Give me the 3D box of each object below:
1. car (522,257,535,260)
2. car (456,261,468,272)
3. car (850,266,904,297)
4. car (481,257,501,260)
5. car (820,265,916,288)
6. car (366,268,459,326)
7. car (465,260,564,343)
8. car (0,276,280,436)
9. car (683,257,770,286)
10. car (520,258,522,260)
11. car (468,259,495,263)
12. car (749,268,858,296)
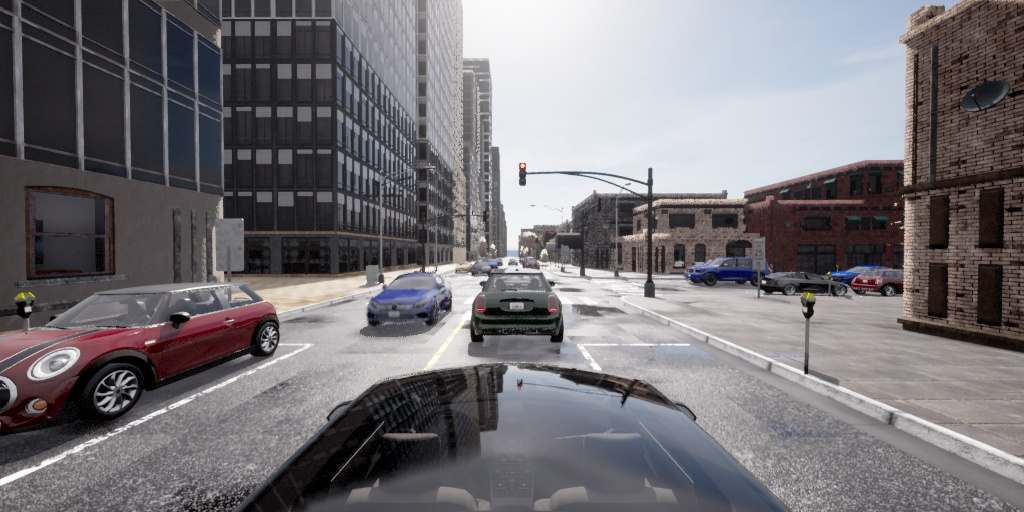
[{"bbox_3d":[2.758,1.179,49.096,1.967,1.591,4.097,0,0,0],"label":"car"},{"bbox_3d":[-5.769,1.265,43.349,1.751,1.417,4.829,0,0,0],"label":"car"},{"bbox_3d":[21.986,1.474,20.336,4.097,1.591,1.967,0,0,1],"label":"car"},{"bbox_3d":[-3.024,1.216,51.653,1.882,1.535,5.008,0,1,0],"label":"car"},{"bbox_3d":[25.733,1.456,26.063,5.008,1.535,1.882,1,1,1],"label":"car"},{"bbox_3d":[-3.087,1.272,11.728,1.812,1.442,4.674,0,0,0],"label":"car"},{"bbox_3d":[0.147,1.100,9.871,2.097,1.767,4.553,0,0,1],"label":"car"},{"bbox_3d":[-5.686,1.189,5.572,1.967,1.591,4.097,0,0,0],"label":"car"},{"bbox_3d":[15.765,1.105,26.203,5.566,2.045,2.150,1,1,1],"label":"car"},{"bbox_3d":[2.774,1.052,60.384,2.192,1.841,5.009,0,0,0],"label":"car"},{"bbox_3d":[-3.048,1.267,36.205,1.812,1.442,4.674,0,0,0],"label":"car"},{"bbox_3d":[16.438,1.547,20.415,4.313,1.339,1.948,0,0,1],"label":"car"}]
